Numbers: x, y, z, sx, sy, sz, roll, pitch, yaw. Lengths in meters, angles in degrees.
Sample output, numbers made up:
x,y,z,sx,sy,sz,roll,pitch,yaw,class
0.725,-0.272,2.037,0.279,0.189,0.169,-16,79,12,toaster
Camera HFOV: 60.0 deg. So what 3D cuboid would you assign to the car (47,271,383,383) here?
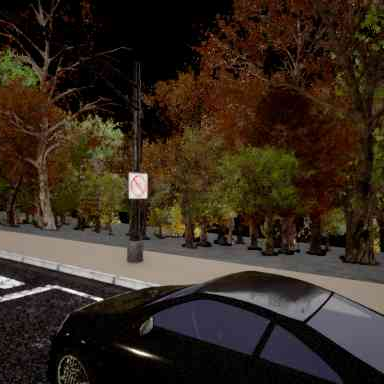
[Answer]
x,y,z,sx,sy,sz,roll,pitch,yaw,class
0.397,1.564,3.404,4.181,1.385,1.994,0,0,36,car
